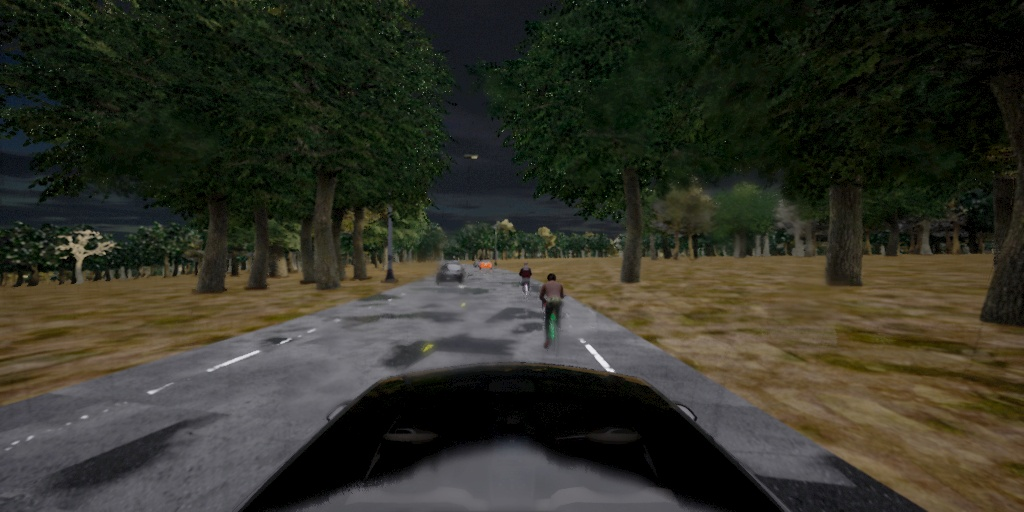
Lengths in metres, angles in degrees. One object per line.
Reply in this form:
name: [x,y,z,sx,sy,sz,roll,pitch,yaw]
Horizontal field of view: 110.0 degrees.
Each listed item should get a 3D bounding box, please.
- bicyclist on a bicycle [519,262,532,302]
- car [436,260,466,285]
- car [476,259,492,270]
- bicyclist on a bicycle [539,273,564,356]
bicyclist on a bicycle: [0.616,1.143,16.417,0.659,1.776,1.843,0,0,-2]
car: [-4.531,1.293,26.977,1.882,1.535,5.008,0,0,-4]
car: [-4.490,1.371,60.184,2.097,1.767,4.553,0,0,-6]
bicyclist on a bicycle: [0.873,1.206,7.708,0.582,1.620,1.656,0,0,-1]
